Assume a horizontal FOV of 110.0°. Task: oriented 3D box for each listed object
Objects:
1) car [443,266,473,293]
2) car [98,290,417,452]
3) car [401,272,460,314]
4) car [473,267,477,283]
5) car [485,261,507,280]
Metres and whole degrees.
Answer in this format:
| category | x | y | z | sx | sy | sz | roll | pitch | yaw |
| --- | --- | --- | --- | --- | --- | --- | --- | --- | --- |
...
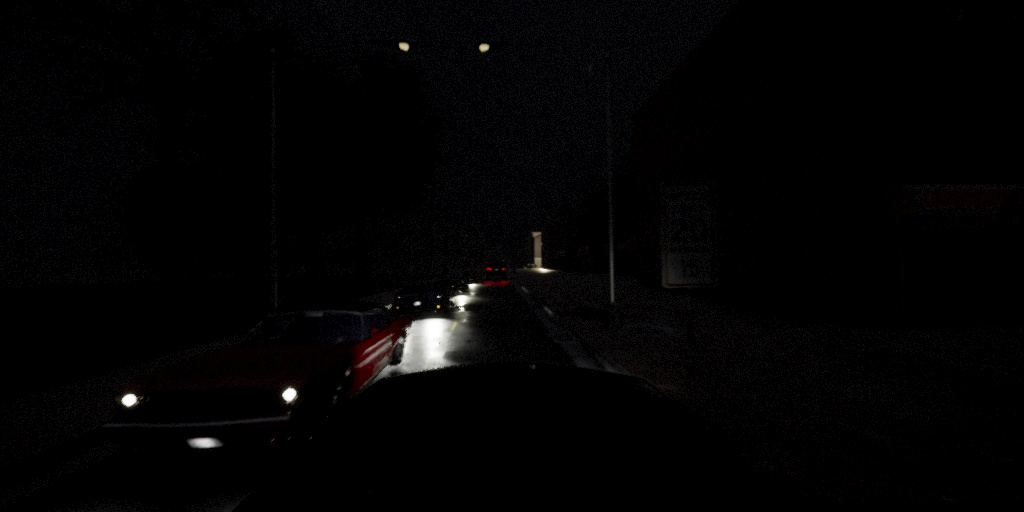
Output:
| category | x | y | z | sx | sy | sz | roll | pitch | yaw |
| --- | --- | --- | --- | --- | --- | --- | --- | --- | --- |
| car | -3.916 | 1.577 | 24.274 | 1.882 | 1.535 | 5.008 | -1 | -1 | -3 |
| car | -2.965 | 1.440 | 5.510 | 1.895 | 1.301 | 4.718 | -1 | -1 | -3 |
| car | -3.436 | 1.522 | 14.660 | 1.994 | 1.385 | 4.181 | -1 | -1 | -3 |
| car | -4.403 | 1.751 | 34.699 | 1.882 | 1.535 | 5.008 | -1 | -1 | -2 |
| car | -1.733 | 1.537 | 39.414 | 2.150 | 2.045 | 5.566 | -1 | -1 | -3 |
